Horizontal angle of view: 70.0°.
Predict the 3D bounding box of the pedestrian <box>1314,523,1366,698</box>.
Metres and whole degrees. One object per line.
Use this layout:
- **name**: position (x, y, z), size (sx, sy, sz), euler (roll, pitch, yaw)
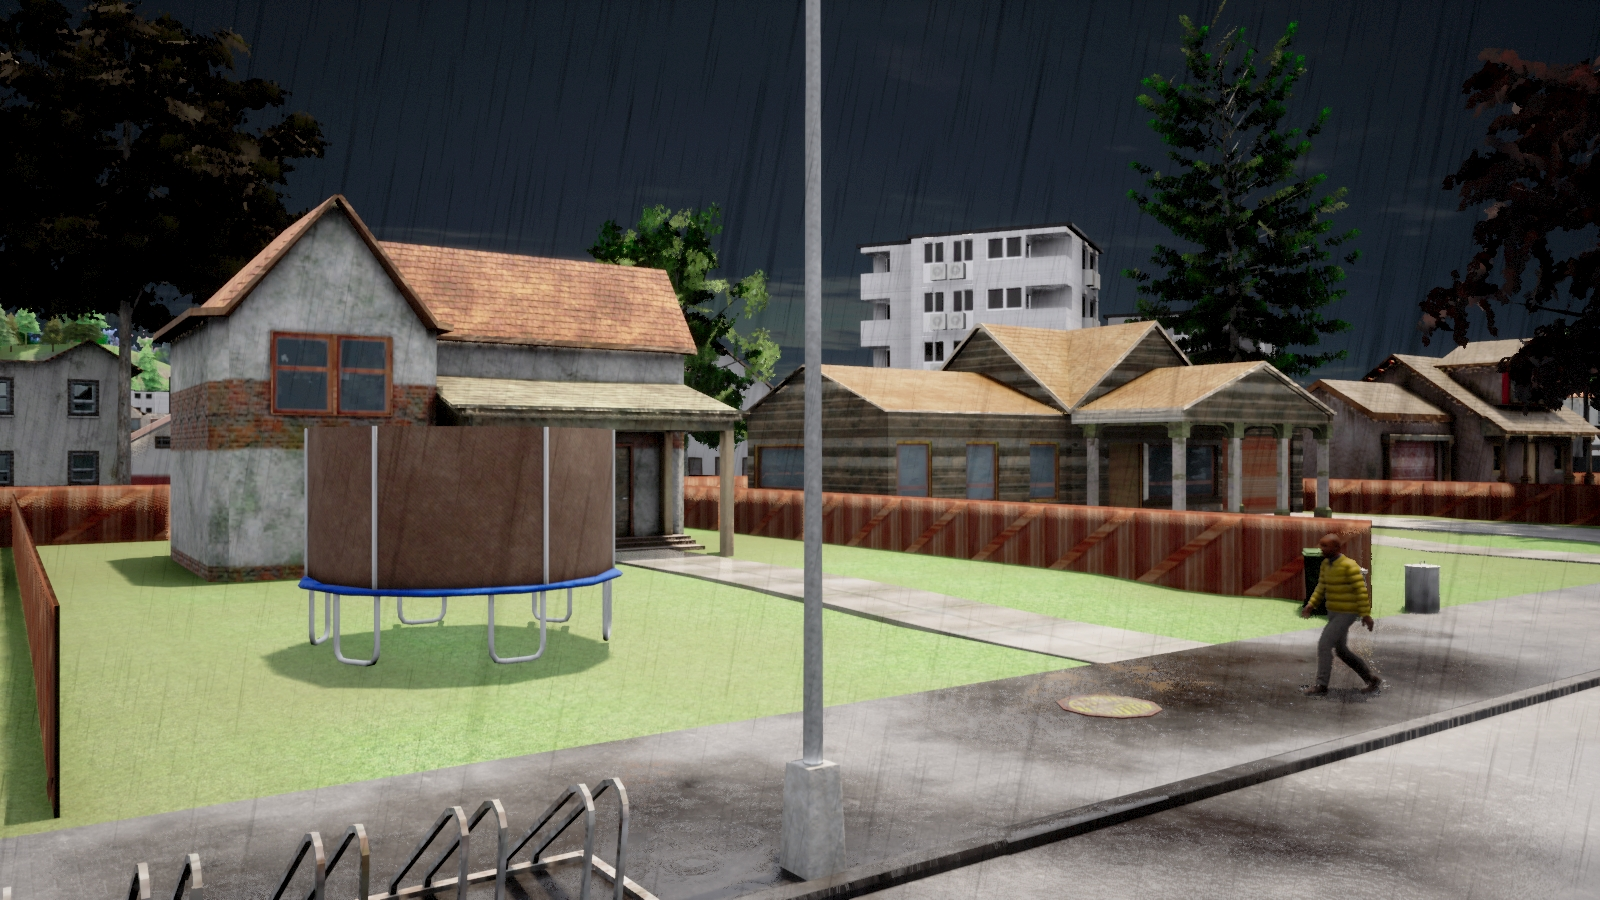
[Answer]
- **pedestrian**: position (5.912, 1.746, 12.516), size (0.375, 1.860, 0.375), euler (0, 0, -2)
